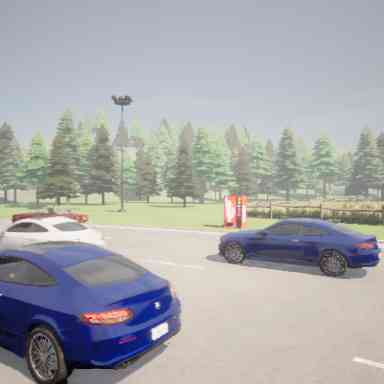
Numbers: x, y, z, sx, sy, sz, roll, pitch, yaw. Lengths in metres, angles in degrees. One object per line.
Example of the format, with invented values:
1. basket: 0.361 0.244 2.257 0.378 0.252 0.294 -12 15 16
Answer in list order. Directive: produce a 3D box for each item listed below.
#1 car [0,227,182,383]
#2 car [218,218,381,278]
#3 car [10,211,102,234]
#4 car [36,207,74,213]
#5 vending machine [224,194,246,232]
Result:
1. car: -2.337 1.526 5.271 4.674 1.442 1.812 0 0 32
2. car: 3.068 1.526 10.132 4.674 1.442 1.812 0 0 32
3. car: -4.867 1.526 10.743 4.674 1.442 1.812 0 0 29
4. car: -8.835 1.600 20.524 4.718 1.301 1.895 0 0 24
5. vending machine: 2.522 1.195 19.369 0.880 2.100 1.100 0 0 30
